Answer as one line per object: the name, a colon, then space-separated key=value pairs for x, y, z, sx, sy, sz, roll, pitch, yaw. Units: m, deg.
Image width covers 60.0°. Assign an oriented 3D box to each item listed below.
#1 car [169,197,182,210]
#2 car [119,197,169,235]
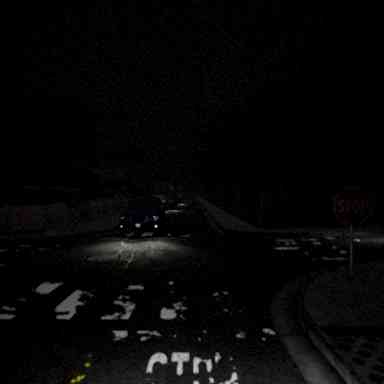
car: x=-2.830 y=1.736 z=45.634 sx=2.033 sy=1.411 sz=5.357 roll=0 pitch=0 yaw=0
car: x=-2.785 y=1.345 z=19.889 sx=2.150 sy=2.045 sz=5.566 roll=0 pitch=0 yaw=0
